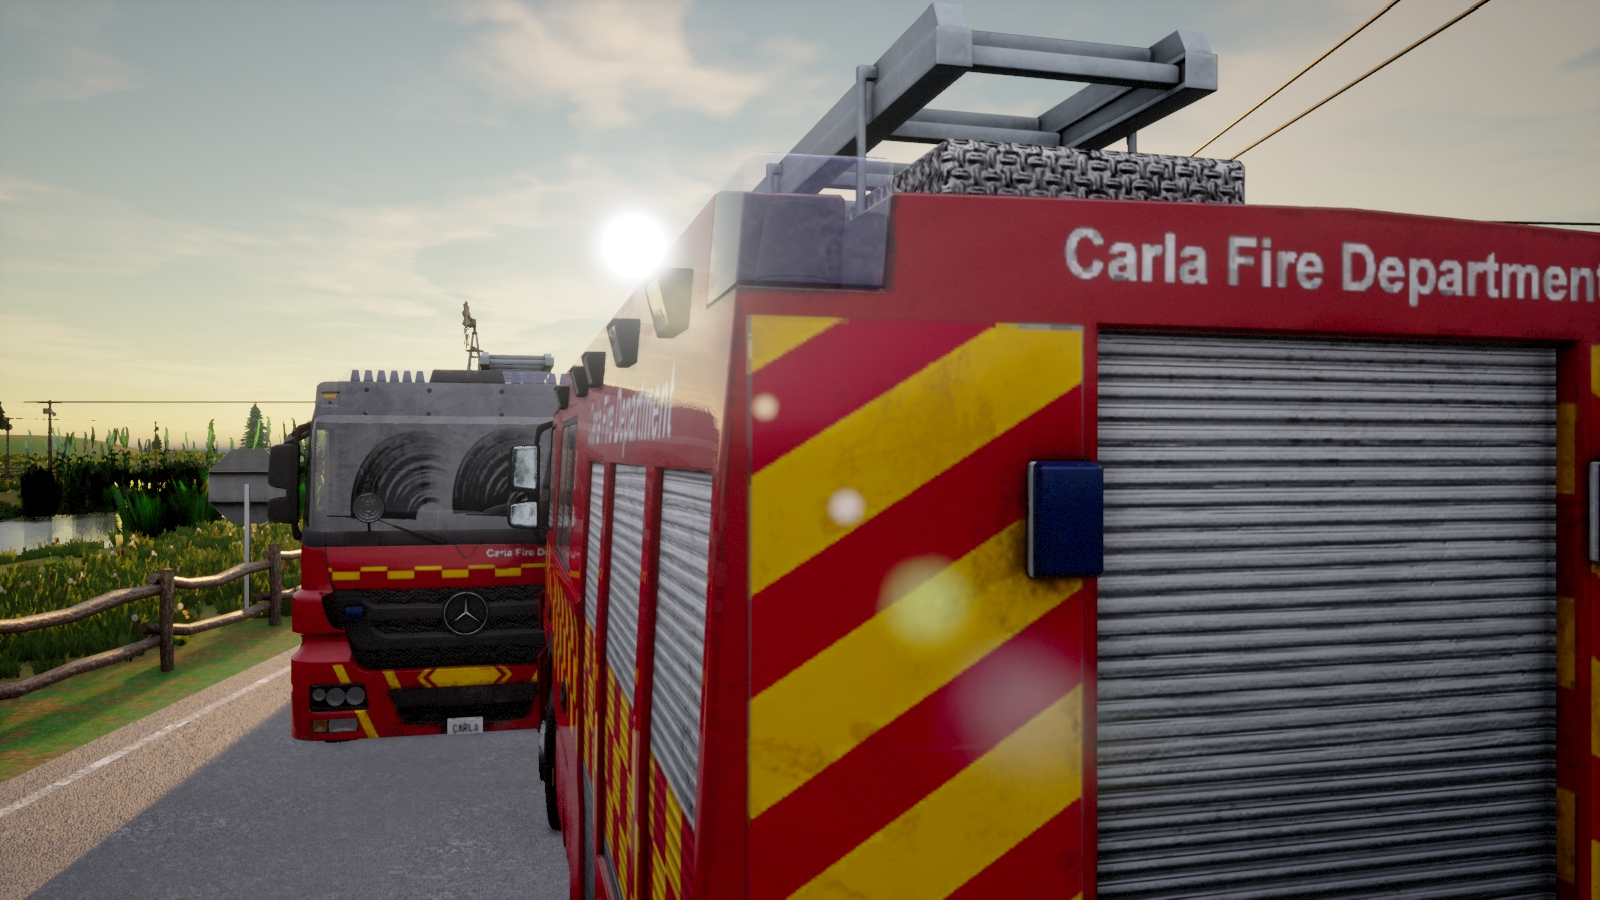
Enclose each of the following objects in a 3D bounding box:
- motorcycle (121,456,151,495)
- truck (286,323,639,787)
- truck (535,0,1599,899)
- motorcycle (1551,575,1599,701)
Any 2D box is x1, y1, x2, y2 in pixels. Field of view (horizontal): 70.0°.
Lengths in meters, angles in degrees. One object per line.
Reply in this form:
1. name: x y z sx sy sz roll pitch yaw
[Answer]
1. motorcycle: -41.331 1.577 71.182 0.803 2.348 2.033 0 0 -4
2. truck: -3.910 0.862 13.876 2.891 3.827 8.468 0 0 -15
3. truck: 0.025 0.867 6.873 2.891 3.827 8.468 0 0 -15
4. motorcycle: 9.787 2.142 13.127 1.805 1.316 0.856 0 0 -7
